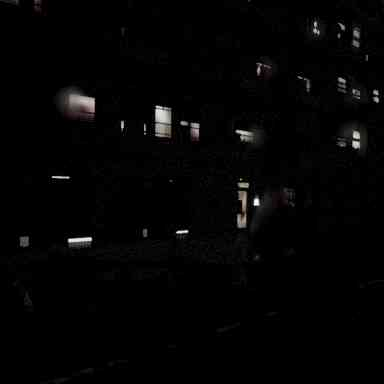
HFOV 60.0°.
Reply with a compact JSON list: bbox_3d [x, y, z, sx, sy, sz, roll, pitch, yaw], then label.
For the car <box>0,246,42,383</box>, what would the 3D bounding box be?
[{"bbox_3d":[-4.021,1.440,3.691,4.097,1.590,1.967,0,0,-35],"label":"car"}]
